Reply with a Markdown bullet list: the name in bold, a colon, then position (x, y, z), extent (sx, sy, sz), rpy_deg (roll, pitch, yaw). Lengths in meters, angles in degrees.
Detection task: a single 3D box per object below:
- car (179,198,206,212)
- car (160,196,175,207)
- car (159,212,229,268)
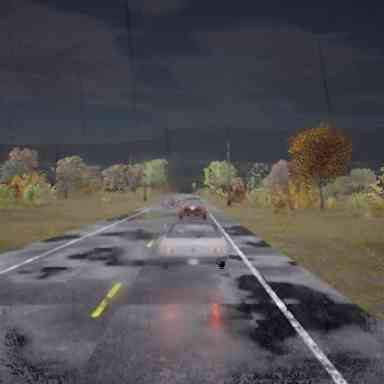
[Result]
- **car**: position (0.063, 1.268, 27.219), extent (2.097, 1.767, 4.553), rpy_deg (0, 0, 0)
- **car**: position (-3.591, 1.354, 49.198), extent (2.128, 1.511, 4.902), rpy_deg (0, 0, 0)
- **car**: position (0.059, 1.566, 11.067), extent (1.895, 1.301, 4.718), rpy_deg (0, 0, 0)
